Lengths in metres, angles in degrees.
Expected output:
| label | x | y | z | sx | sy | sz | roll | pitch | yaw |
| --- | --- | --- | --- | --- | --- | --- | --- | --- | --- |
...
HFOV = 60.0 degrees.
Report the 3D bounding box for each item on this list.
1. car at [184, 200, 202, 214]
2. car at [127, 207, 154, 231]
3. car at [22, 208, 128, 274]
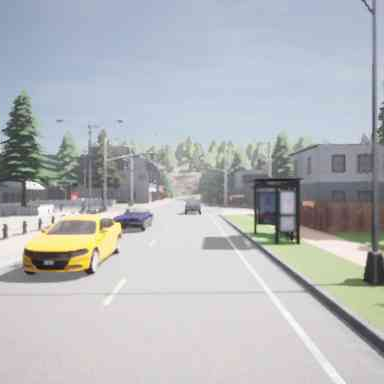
| label | x | y | z | sx | sy | sz | roll | pitch | yaw |
| --- | --- | --- | --- | --- | --- | --- | --- | --- | --- |
| car | 0.087 | 1.639 | 36.835 | 2.033 | 1.411 | 5.357 | 0 | 0 | 0 |
| car | -3.561 | 1.654 | 20.931 | 1.895 | 1.301 | 4.718 | 0 | 0 | 0 |
| car | -3.591 | 1.505 | 10.830 | 1.882 | 1.535 | 5.008 | 0 | 0 | 0 |
